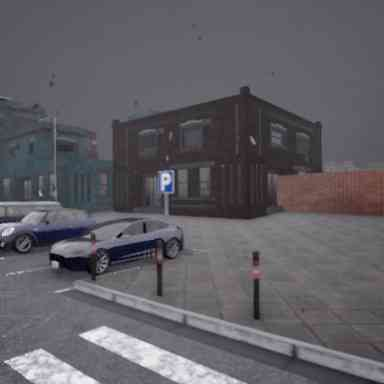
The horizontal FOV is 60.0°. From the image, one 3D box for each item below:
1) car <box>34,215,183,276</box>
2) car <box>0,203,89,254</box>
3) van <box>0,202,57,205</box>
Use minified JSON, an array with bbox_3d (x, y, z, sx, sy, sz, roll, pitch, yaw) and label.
[{"bbox_3d":[-2.323,1.645,11.206,2.163,1.488,4.792,-1,-1,40],"label":"car"},{"bbox_3d":[-6.455,1.548,14.740,2.185,1.767,4.553,-1,-1,40],"label":"car"},{"bbox_3d":[-8.781,1.473,16.492,1.878,1.987,4.442,0,-1,40],"label":"van"}]
